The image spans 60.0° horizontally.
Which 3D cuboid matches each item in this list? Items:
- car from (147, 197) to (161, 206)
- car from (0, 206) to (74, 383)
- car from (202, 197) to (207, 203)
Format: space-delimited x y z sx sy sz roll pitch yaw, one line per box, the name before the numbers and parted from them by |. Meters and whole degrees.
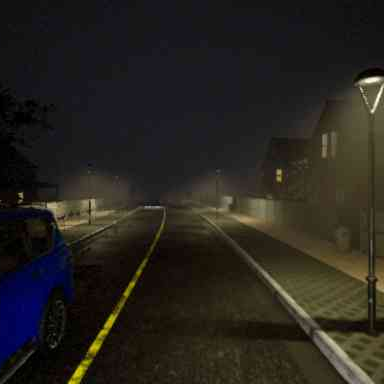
car | -5.986 1.533 52.070 1.994 1.385 4.181 -1 0 -7
car | -2.884 1.225 3.002 2.150 2.045 5.566 0 0 -1
car | 4.273 1.510 62.299 4.892 1.490 1.837 0 4 -9
